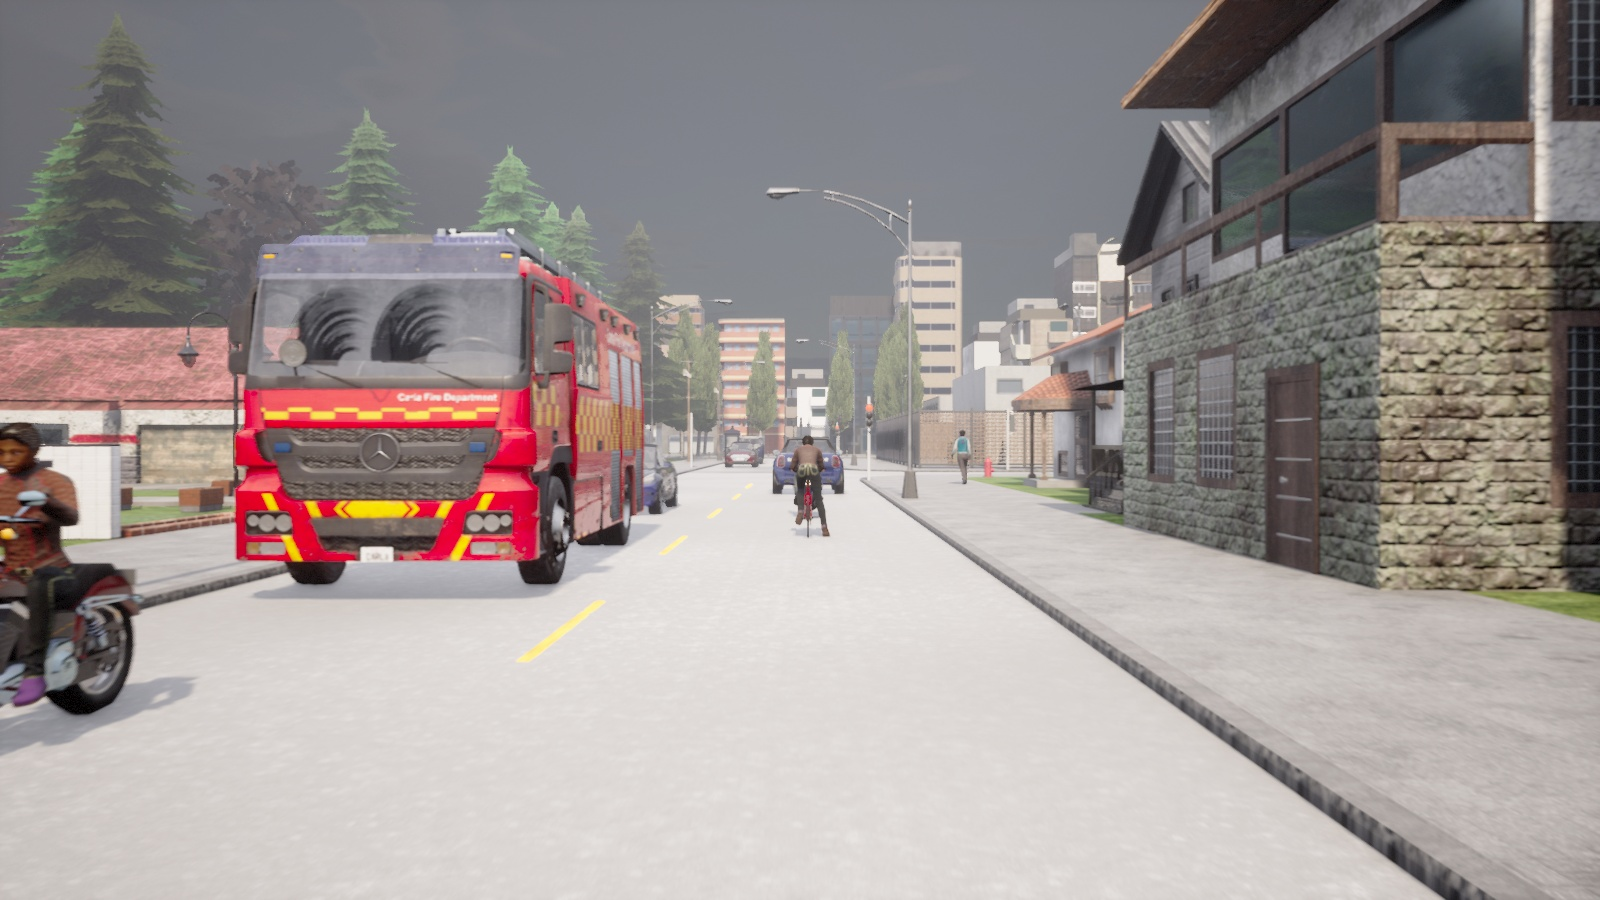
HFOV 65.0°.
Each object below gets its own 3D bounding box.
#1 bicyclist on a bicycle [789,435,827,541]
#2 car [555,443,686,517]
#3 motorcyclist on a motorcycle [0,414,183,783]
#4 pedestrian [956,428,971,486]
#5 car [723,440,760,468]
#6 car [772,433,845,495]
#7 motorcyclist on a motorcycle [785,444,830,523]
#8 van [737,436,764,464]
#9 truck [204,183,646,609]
[{"bbox_3d":[0.128,0.586,20.072,0.582,1.620,1.656,0,0,0],"label":"bicyclist on a bicycle"},{"bbox_3d":[-3.830,0.587,27.608,2.163,1.488,4.792,0,0,0],"label":"car"},{"bbox_3d":[-3.951,0.659,6.065,0.766,1.649,2.350,0,0,0],"label":"motorcyclist on a motorcycle"},{"bbox_3d":[5.458,0.225,41.858,0.396,1.930,0.692,0,0,0],"label":"pedestrian"},{"bbox_3d":[-3.554,0.241,76.827,2.033,1.649,4.856,0,0,0],"label":"car"},{"bbox_3d":[0.238,0.391,38.062,2.097,1.767,4.553,0,0,0],"label":"car"},{"bbox_3d":[0.157,0.638,25.409,0.866,1.530,2.191,0,0,0],"label":"motorcyclist on a motorcycle"},{"bbox_3d":[-3.486,-0.004,89.018,1.775,1.987,4.442,0,0,0],"label":"van"},{"bbox_3d":[-3.897,-0.509,15.533,2.891,3.827,8.468,0,0,0],"label":"truck"}]
